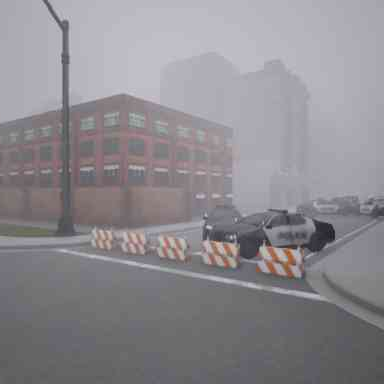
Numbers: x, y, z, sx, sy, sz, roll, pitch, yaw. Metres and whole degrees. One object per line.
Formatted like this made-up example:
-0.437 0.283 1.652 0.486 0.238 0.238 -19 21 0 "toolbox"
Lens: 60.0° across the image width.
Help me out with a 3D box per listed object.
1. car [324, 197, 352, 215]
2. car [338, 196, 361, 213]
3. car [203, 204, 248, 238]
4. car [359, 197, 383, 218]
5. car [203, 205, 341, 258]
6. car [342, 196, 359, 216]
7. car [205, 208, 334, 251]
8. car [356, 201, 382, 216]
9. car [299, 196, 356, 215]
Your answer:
16.257 1.502 36.978 1.932 1.855 4.605 0 0 35 "car"
19.693 1.489 41.457 1.905 1.878 3.866 0 0 35 "car"
1.599 1.291 16.083 1.853 1.218 4.536 0 0 5 "car"
16.310 1.292 29.676 1.853 1.218 4.536 0 0 0 "car"
2.889 1.449 12.532 4.974 1.542 2.038 0 0 -25 "car"
12.579 1.449 31.368 4.974 1.542 2.038 0 0 -5 "car"
2.936 1.291 12.554 4.536 1.218 1.853 0 0 -25 "car"
18.740 1.691 35.121 1.970 1.475 3.806 0 0 35 "car"
12.527 1.292 31.363 4.536 1.218 1.853 0 0 -5 "car"
